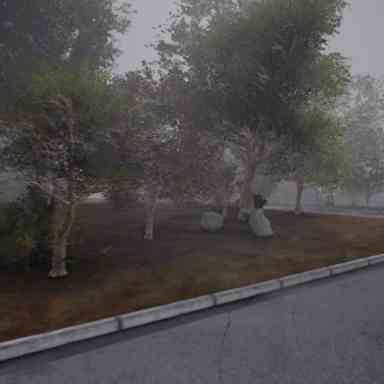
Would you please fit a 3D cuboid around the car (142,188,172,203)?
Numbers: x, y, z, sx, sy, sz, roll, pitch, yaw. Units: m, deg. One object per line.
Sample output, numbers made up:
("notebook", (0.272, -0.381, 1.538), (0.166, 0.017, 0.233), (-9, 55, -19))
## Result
("car", (-4.160, 0.397, 44.398), (5.566, 2.045, 2.150), (0, 0, 8))
